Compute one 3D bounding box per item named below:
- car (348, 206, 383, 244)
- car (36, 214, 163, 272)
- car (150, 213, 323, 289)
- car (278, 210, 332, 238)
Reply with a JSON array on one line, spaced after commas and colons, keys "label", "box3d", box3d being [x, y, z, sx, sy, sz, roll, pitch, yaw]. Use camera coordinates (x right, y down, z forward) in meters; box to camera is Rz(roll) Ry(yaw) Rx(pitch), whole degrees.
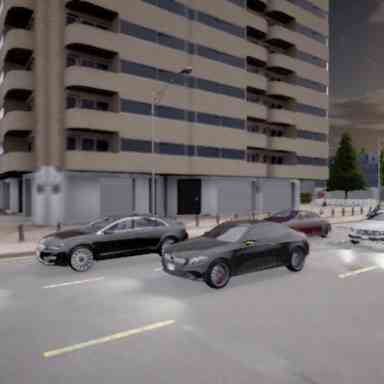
[{"label": "car", "box3d": [8.745, 1.515, 14.510, 4.674, 1.442, 1.812, 0, 0, -35]}, {"label": "car", "box3d": [-2.376, 1.489, 10.886, 4.902, 1.511, 2.128, 0, 0, -35]}, {"label": "car", "box3d": [1.401, 1.521, 9.276, 4.674, 1.442, 1.812, 0, 0, -35]}, {"label": "car", "box3d": [4.880, 1.555, 16.059, 4.181, 1.385, 1.994, 0, 0, -36]}]
